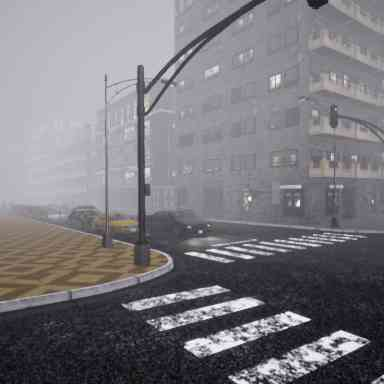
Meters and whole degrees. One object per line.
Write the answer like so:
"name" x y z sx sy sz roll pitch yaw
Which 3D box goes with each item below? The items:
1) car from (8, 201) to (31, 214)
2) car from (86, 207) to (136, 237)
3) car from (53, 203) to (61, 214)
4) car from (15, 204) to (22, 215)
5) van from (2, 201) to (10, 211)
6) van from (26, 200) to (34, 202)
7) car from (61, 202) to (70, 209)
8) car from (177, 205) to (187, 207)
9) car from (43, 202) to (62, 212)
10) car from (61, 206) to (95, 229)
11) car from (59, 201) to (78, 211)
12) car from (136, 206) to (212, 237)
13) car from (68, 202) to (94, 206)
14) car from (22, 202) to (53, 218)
"car" -24.939 2.449 48.257 1.887 1.381 4.507 -2 0 -36
"car" -4.764 1.865 20.776 1.752 1.417 4.829 -2 0 -36
"car" -20.230 2.411 46.365 1.895 1.301 4.718 -1 -1 -36
"car" -21.592 2.392 43.700 1.802 1.307 4.206 -2 0 -36
"van" -31.636 2.433 57.373 1.690 1.788 3.998 -2 0 -36
"van" -41.613 2.831 85.121 1.690 1.788 3.998 -2 0 -36
"car" -17.893 2.389 48.465 1.895 1.301 4.718 -1 -1 -36
"car" -1.455 1.915 30.430 2.008 1.369 4.403 -2 0 -36
"car" -23.805 2.518 56.526 1.994 1.385 4.181 -1 -1 -37
"car" -8.209 2.002 25.470 1.947 1.339 4.313 -2 0 -36
"car" -21.534 2.366 57.775 1.967 1.590 4.097 -2 0 -36
"car" -1.106 1.822 20.194 2.033 1.411 5.357 -1 -1 -36
"car" -10.311 2.038 32.740 1.837 1.490 4.892 -1 -1 -36
"car" -18.247 2.262 39.142 1.887 1.381 4.507 -2 0 -36
